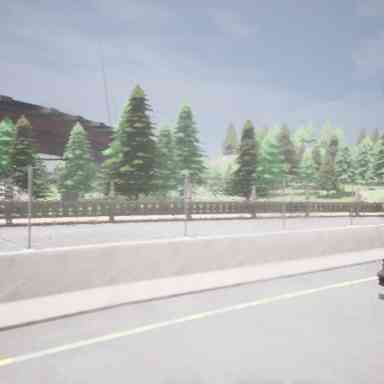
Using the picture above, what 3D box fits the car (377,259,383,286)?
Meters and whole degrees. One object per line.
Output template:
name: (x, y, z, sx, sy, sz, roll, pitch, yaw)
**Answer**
car: (6.647, 1.660, 7.787, 5.357, 1.411, 2.033, 1, 0, -29)
